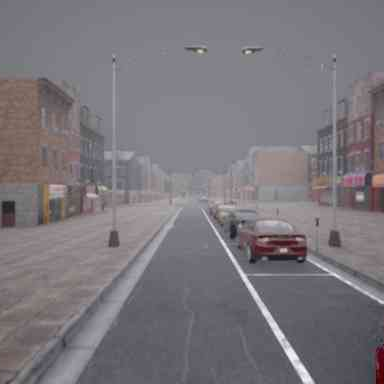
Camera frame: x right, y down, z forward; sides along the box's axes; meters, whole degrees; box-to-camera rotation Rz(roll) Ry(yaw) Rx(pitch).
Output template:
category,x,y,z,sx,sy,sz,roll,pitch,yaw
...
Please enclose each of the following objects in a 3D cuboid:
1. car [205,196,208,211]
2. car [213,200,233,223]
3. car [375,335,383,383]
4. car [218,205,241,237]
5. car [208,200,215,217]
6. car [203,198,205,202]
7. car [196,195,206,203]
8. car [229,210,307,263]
category,x,y,z,sx,sy,sz,roll,pitch,yaw
car,2.634,1.473,33.682,1.967,1.590,4.097,0,0,0
car,2.635,1.540,22.918,1.752,1.417,4.829,0,0,0
car,2.635,1.315,0.879,2.192,1.841,5.009,0,0,0
car,2.635,1.573,17.281,1.947,1.339,4.313,0,0,0
car,2.635,1.605,28.215,1.802,1.307,4.206,0,0,0
car,2.634,1.629,39.148,1.802,1.307,4.206,0,0,0
car,2.631,1.648,76.492,1.967,1.590,4.097,-1,0,0
car,2.635,1.547,11.814,1.887,1.381,4.507,0,0,0
